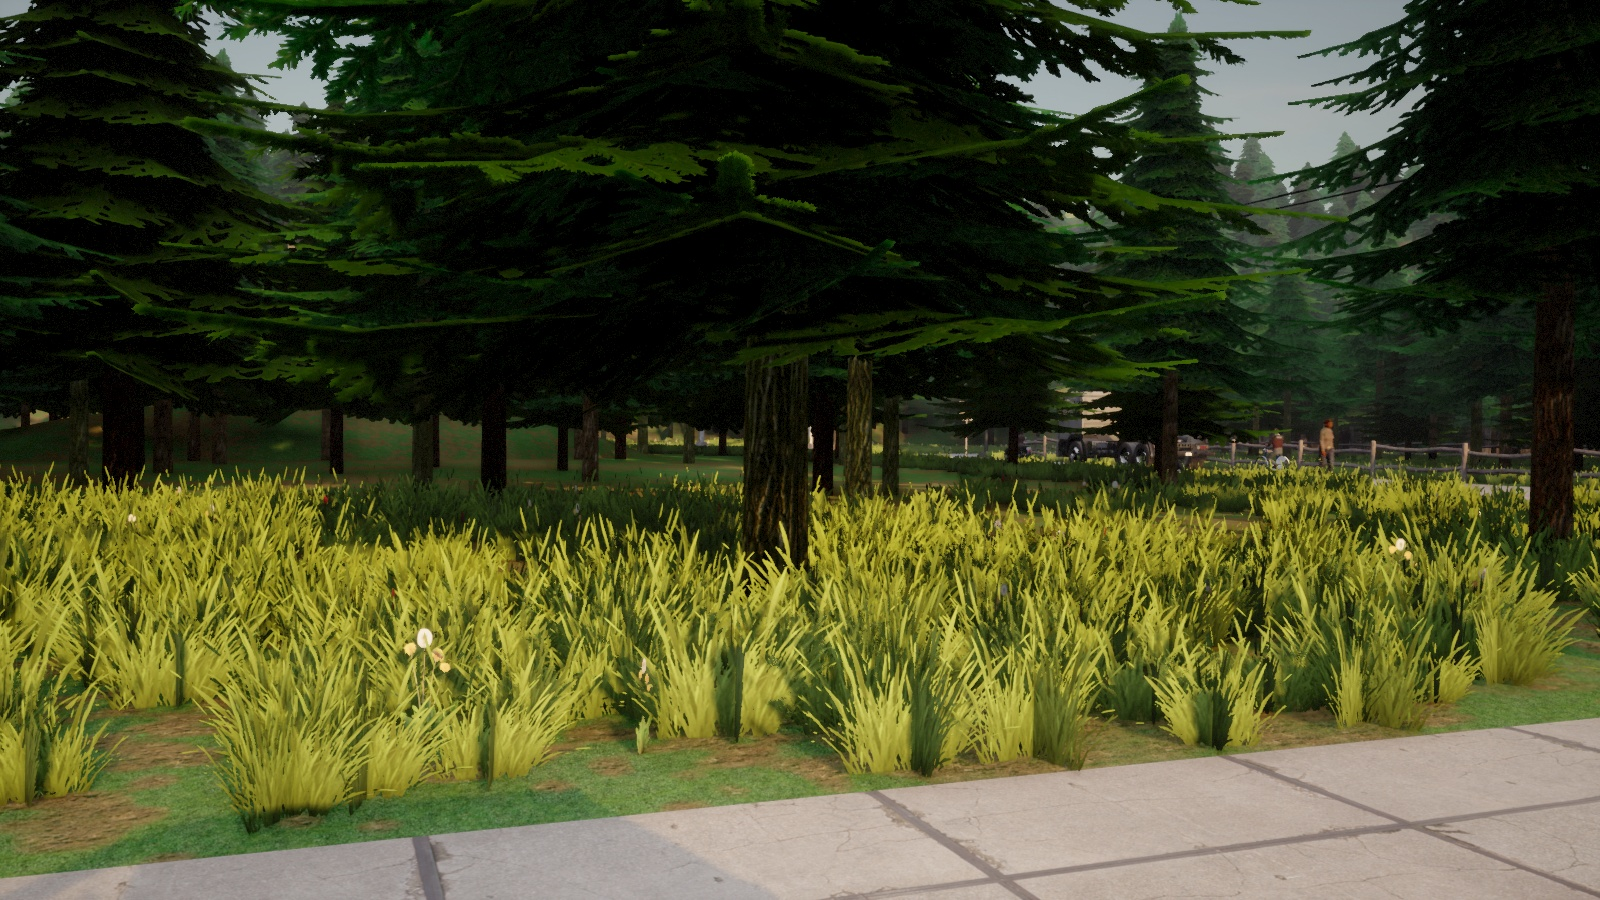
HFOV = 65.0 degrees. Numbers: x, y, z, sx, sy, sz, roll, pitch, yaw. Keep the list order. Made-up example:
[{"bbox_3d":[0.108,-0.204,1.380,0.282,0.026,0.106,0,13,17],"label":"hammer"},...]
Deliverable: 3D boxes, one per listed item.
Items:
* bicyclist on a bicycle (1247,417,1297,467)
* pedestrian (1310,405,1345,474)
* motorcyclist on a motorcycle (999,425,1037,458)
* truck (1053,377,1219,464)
[{"bbox_3d":[17.237,-0.291,45.889,0.659,1.776,1.843,-1,1,-20],"label":"bicyclist on a bicycle"},{"bbox_3d":[14.037,-0.273,33.424,0.328,1.805,0.869,-1,1,-23],"label":"pedestrian"},{"bbox_3d":[10.977,-0.428,63.368,0.766,1.649,2.350,-1,1,-21],"label":"motorcyclist on a motorcycle"},{"bbox_3d":[14.276,-1.246,54.160,2.891,3.462,7.936,-1,1,-20],"label":"truck"}]
